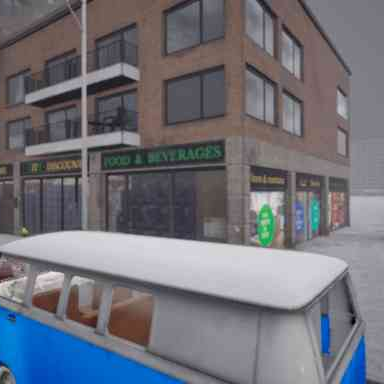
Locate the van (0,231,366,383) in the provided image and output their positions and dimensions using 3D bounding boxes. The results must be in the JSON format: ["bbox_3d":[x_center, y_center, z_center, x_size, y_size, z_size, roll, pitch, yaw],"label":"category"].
[{"bbox_3d":[-0.498,1.357,3.209,3.998,1.788,1.690,-1,0,36],"label":"van"}]
